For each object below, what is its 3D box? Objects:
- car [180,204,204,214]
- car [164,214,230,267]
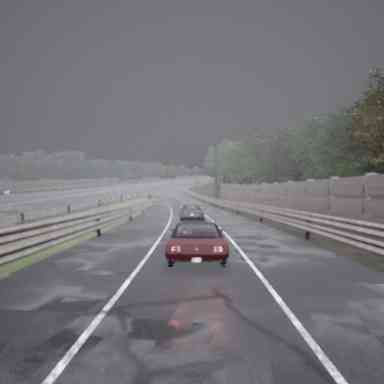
[{"bbox_3d":[-0.050,1.709,27.578,1.994,1.385,4.181,0,0,-2],"label":"car"},{"bbox_3d":[0.171,1.664,11.691,1.895,1.301,4.718,0,0,1],"label":"car"}]
